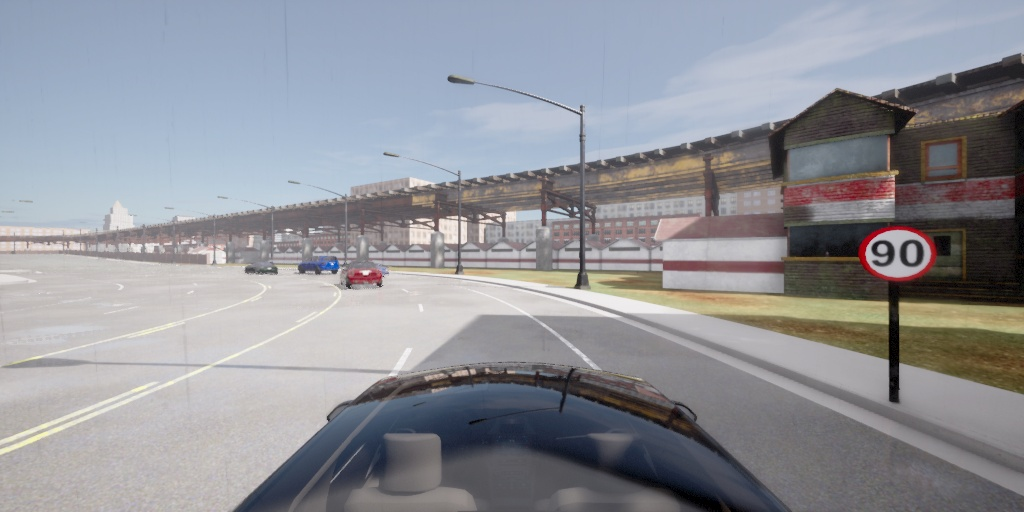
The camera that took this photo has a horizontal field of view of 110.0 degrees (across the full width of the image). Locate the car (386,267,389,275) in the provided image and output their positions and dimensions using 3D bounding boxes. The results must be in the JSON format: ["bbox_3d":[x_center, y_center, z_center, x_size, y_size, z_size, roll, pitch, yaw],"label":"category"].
[{"bbox_3d":[-13.481,1.305,33.552,5.357,1.411,2.033,0,0,44],"label":"car"}]

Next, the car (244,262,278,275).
[{"bbox_3d":[-28.010,1.322,39.955,4.181,1.385,1.994,0,0,32],"label":"car"}]

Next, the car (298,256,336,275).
[{"bbox_3d":[-21.502,0.981,39.923,5.566,2.045,2.150,0,0,33],"label":"car"}]

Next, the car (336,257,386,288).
[{"bbox_3d":[-10.152,1.107,23.903,2.097,1.767,4.553,0,0,-32],"label":"car"}]
